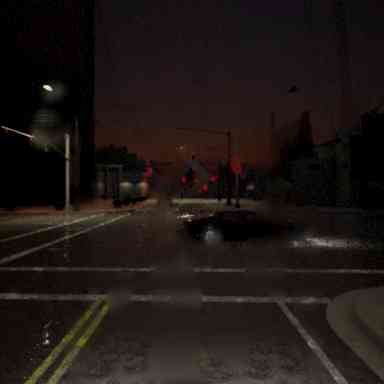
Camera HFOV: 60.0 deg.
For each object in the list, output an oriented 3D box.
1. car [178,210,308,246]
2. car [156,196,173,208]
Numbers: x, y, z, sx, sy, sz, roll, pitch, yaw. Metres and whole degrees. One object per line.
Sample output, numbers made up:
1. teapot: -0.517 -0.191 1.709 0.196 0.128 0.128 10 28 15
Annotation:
1. car: 2.097 1.492 14.371 5.357 1.411 2.033 0 0 0
2. car: -3.565 1.240 43.690 1.882 1.535 5.008 0 0 1
